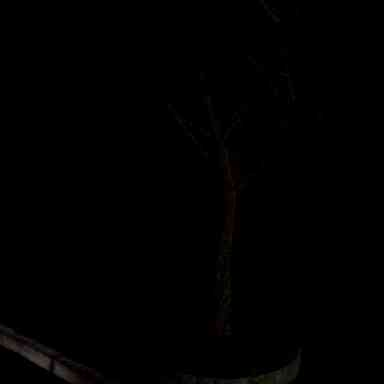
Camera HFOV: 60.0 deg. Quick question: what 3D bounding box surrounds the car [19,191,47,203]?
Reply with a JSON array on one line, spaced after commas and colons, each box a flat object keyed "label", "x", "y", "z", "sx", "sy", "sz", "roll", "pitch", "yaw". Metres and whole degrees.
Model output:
[{"label": "car", "x": -20.020, "y": 0.923, "z": 40.784, "sx": 2.150, "sy": 2.045, "sz": 5.566, "roll": 1, "pitch": 0, "yaw": 32}]
